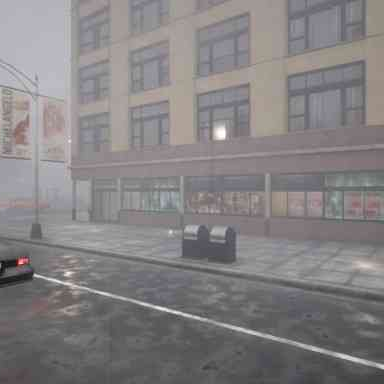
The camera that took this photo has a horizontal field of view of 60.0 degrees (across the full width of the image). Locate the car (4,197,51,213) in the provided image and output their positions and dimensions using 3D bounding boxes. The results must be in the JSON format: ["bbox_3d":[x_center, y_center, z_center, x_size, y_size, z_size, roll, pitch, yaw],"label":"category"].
[{"bbox_3d":[-18.178,1.352,37.022,2.097,1.767,4.553,0,0,35],"label":"car"}]

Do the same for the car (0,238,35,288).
[{"bbox_3d":[-6.030,1.547,8.165,5.357,1.411,2.033,0,0,35],"label":"car"}]
